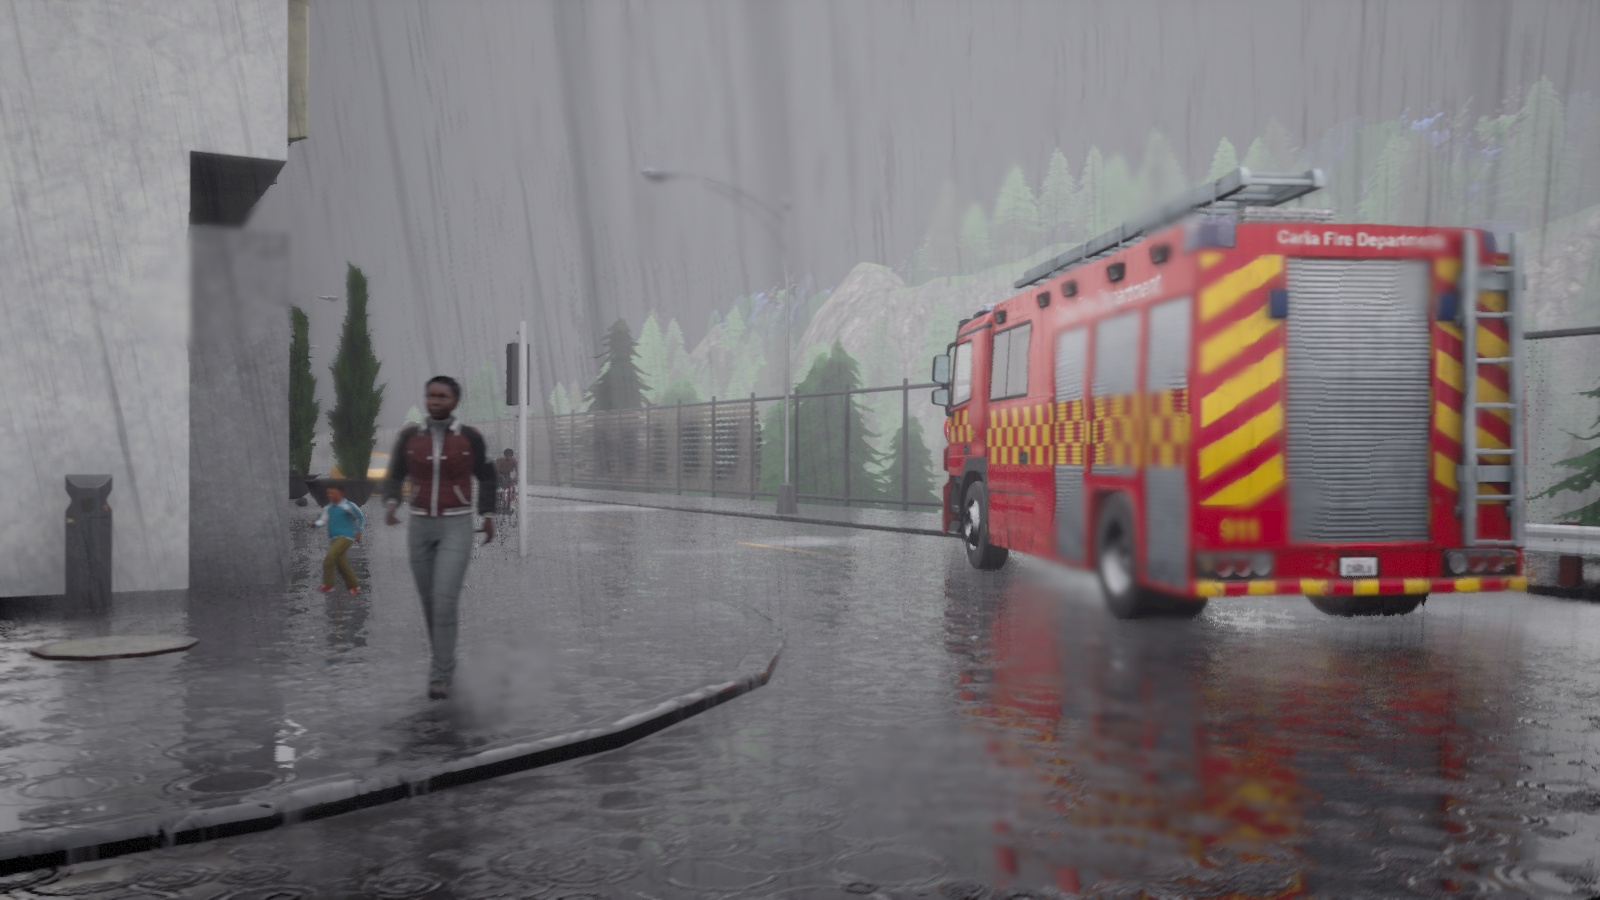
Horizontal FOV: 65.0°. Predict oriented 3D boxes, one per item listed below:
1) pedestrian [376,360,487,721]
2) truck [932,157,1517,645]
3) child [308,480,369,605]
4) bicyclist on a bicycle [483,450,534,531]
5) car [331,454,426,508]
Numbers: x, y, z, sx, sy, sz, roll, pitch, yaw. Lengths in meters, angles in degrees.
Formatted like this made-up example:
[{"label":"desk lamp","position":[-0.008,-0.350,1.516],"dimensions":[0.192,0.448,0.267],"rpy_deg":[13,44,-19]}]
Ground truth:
[{"label":"pedestrian","position":[-2.056,0.484,7.055],"dimensions":[0.402,1.930,0.666],"rpy_deg":[0,0,2]},{"label":"truck","position":[3.872,-0.378,14.226],"dimensions":[2.891,3.827,8.468],"rpy_deg":[0,0,-7]},{"label":"child","position":[-4.526,0.895,12.318],"dimensions":[0.343,1.192,0.448],"rpy_deg":[0,0,31]},{"label":"bicyclist on a bicycle","position":[-6.051,0.813,26.027],"dimensions":[0.582,1.620,1.656],"rpy_deg":[0,0,-29]},{"label":"car","position":[-12.974,0.906,38.474],"dimensions":[1.882,1.535,5.008],"rpy_deg":[0,0,-29]}]
